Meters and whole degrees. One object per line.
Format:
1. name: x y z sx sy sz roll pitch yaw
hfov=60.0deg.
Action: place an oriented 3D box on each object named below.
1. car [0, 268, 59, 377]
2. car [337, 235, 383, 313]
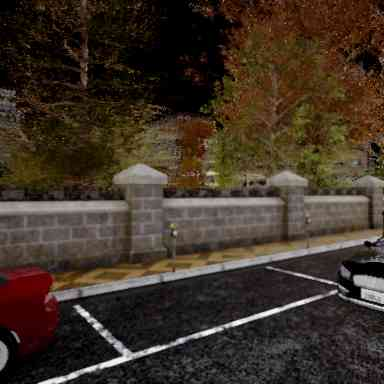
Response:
1. car: -3.925 1.552 3.750 4.507 1.381 1.887 0 1 -35
2. car: 4.982 1.442 6.931 4.902 1.511 2.128 0 0 -35
